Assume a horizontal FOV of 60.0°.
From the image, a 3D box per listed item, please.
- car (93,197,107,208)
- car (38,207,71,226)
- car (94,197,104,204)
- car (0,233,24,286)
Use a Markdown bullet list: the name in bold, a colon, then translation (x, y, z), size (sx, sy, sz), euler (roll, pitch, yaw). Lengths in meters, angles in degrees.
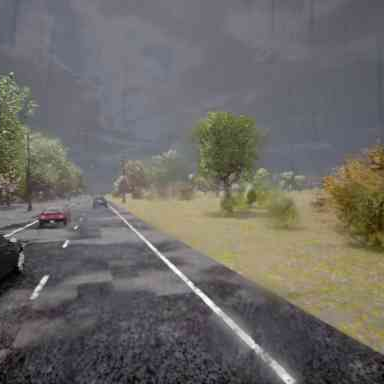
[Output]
- **car**: translation (-14.602, 1.562, 52.840), size (2.097, 1.767, 4.553), euler (-1, 0, -16)
- **car**: translation (-10.368, 1.782, 25.363), size (1.895, 1.301, 4.718), euler (-1, 0, -16)
- **car**: translation (-19.839, 1.791, 70.786), size (1.837, 1.490, 4.892), euler (-1, 0, -16)
- **car**: translation (-5.313, 1.584, 7.683), size (1.882, 1.535, 5.008), euler (-1, 0, -16)
